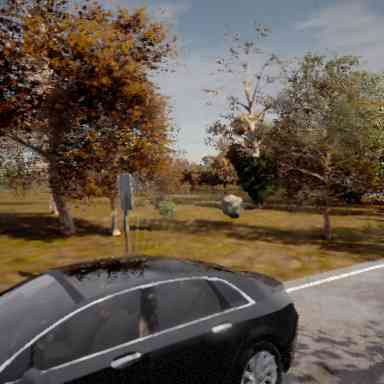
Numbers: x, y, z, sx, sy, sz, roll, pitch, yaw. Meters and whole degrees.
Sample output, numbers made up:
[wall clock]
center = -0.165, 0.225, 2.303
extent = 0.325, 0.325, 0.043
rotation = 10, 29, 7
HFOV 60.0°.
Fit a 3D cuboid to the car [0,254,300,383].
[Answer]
[car]
center = -0.968, 1.499, 3.295
extent = 4.892, 1.490, 1.837
rotation = 0, 0, -35
